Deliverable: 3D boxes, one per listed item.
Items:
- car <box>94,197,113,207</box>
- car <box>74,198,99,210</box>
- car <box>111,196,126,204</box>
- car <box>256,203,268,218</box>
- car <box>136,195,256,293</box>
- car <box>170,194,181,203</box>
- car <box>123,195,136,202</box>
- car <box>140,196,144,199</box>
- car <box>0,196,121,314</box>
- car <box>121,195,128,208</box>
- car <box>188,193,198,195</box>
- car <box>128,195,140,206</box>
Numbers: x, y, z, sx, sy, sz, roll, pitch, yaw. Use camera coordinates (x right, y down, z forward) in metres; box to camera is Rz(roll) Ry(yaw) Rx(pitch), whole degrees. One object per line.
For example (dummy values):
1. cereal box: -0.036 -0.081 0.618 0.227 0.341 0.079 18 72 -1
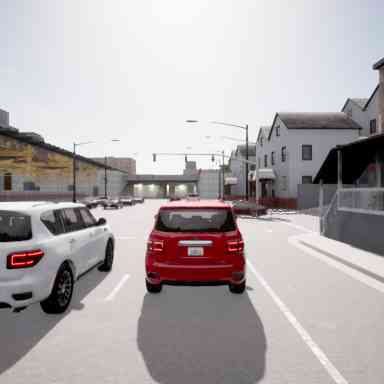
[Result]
1. car: -13.964 1.525 52.948 1.812 1.442 4.674 0 0 0
2. car: -13.995 1.564 44.207 1.994 1.385 4.181 0 0 0
3. car: -13.897 1.504 63.303 1.837 1.490 4.892 0 0 0
4. car: 4.482 1.575 29.895 4.674 1.442 1.812 1 0 17
5. car: 0.099 1.221 9.007 2.150 2.045 5.566 0 0 1
6. car: -3.337 1.351 69.139 2.097 1.767 4.553 0 0 0
7. car: -13.826 1.492 73.717 1.837 1.490 4.892 0 0 0
8. car: -10.384 1.547 64.657 2.033 1.411 5.357 0 0 0
9. car: -3.409 1.221 7.745 2.150 2.045 5.566 0 0 1
10. car: -10.494 1.491 44.619 2.128 1.511 4.902 0 0 0
11. car: 0.226 1.221 54.881 2.150 2.045 5.566 0 0 0
12. car: -10.463 1.547 54.368 2.033 1.411 5.357 0 0 0
